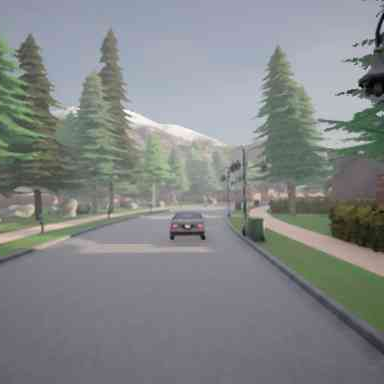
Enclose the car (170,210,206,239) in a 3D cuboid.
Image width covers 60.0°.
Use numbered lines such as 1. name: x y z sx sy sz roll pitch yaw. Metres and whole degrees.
1. car: -0.193 1.703 18.293 2.033 1.411 5.357 -1 0 0
